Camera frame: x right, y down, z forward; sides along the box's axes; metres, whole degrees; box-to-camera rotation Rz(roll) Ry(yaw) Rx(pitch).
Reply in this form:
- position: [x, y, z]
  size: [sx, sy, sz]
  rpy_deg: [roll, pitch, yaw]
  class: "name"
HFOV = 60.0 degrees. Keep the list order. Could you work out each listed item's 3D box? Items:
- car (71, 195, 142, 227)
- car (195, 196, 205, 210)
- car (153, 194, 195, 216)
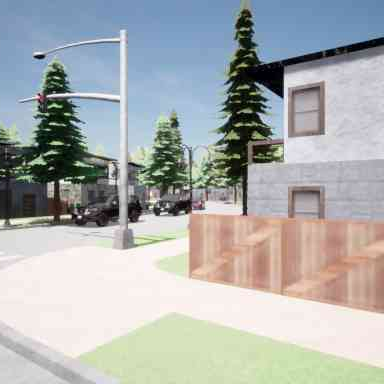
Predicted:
- position: [-5.715, 1.202, 23.130]
  size: [2.150, 2.045, 5.566]
  rpy_deg: [0, 0, 27]
  class: "car"
- position: [0.419, 1.333, 42.111]
  size: [2.097, 1.767, 4.553]
  rpy_deg: [0, 0, 9]
  class: "car"
- position: [-1.830, 1.202, 32.509]
  size: [2.150, 2.045, 5.566]
  rpy_deg: [0, 0, 18]
  class: "car"
